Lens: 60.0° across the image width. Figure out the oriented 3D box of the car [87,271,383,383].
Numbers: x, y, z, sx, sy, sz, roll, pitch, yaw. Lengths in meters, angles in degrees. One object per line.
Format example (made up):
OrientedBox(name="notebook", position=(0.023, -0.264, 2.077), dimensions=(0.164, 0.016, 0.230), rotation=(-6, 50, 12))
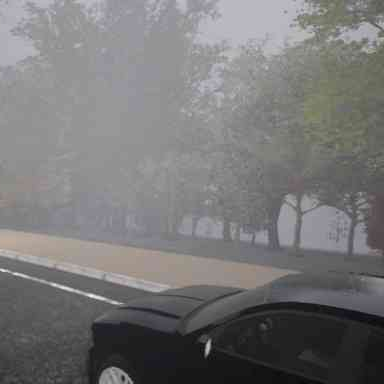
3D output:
OrientedBox(name="car", position=(1.181, 1.473, 2.842), dimensions=(5.008, 1.535, 1.882), rotation=(0, 0, 35))
